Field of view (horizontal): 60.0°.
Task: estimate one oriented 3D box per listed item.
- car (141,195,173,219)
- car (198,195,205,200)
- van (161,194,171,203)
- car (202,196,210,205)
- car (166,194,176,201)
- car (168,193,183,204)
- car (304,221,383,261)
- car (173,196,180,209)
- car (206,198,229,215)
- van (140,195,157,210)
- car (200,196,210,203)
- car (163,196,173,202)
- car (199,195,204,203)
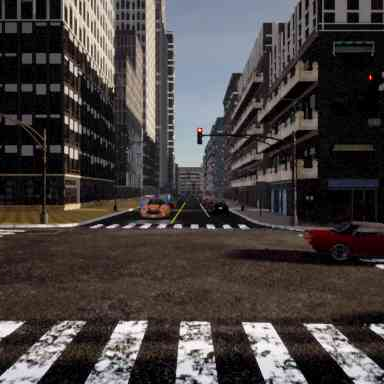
[{"bbox_3d":[-3.074,1.354,28.730,2.097,1.767,4.553,0,0,0],"label":"car"},{"bbox_3d":[2.777,1.590,94.658,1.947,1.339,4.313,0,0,0],"label":"car"},{"bbox_3d":[-5.625,1.355,72.048,1.690,1.788,3.998,0,0,0],"label":"van"},{"bbox_3d":[2.729,1.550,43.769,1.887,1.381,4.507,0,0,0],"label":"car"},{"bbox_3d":[-5.609,1.337,89.012,2.192,1.841,5.009,0,0,0],"label":"car"},{"bbox_3d":[-2.940,1.229,63.963,2.150,2.045,5.566,0,0,0],"label":"car"},{"bbox_3d":[6.592,1.757,11.951,4.718,1.301,1.895,1,0,13],"label":"car"},{"bbox_3d":[-3.053,1.606,45.323,1.895,1.301,4.718,0,0,0],"label":"car"},{"bbox_3d":[2.720,1.568,33.802,1.947,1.339,4.313,0,0,0],"label":"car"},{"bbox_3d":[-5.652,1.346,43.777,1.690,1.788,3.998,0,0,0],"label":"van"},{"bbox_3d":[2.756,1.559,72.040,1.887,1.381,4.507,0,0,0],"label":"car"},{"bbox_3d":[-5.619,1.567,77.702,2.008,1.369,4.403,0,0,0],"label":"car"},{"bbox_3d":[2.745,1.561,60.732,2.008,1.369,4.403,0,0,0],"label":"car"}]
